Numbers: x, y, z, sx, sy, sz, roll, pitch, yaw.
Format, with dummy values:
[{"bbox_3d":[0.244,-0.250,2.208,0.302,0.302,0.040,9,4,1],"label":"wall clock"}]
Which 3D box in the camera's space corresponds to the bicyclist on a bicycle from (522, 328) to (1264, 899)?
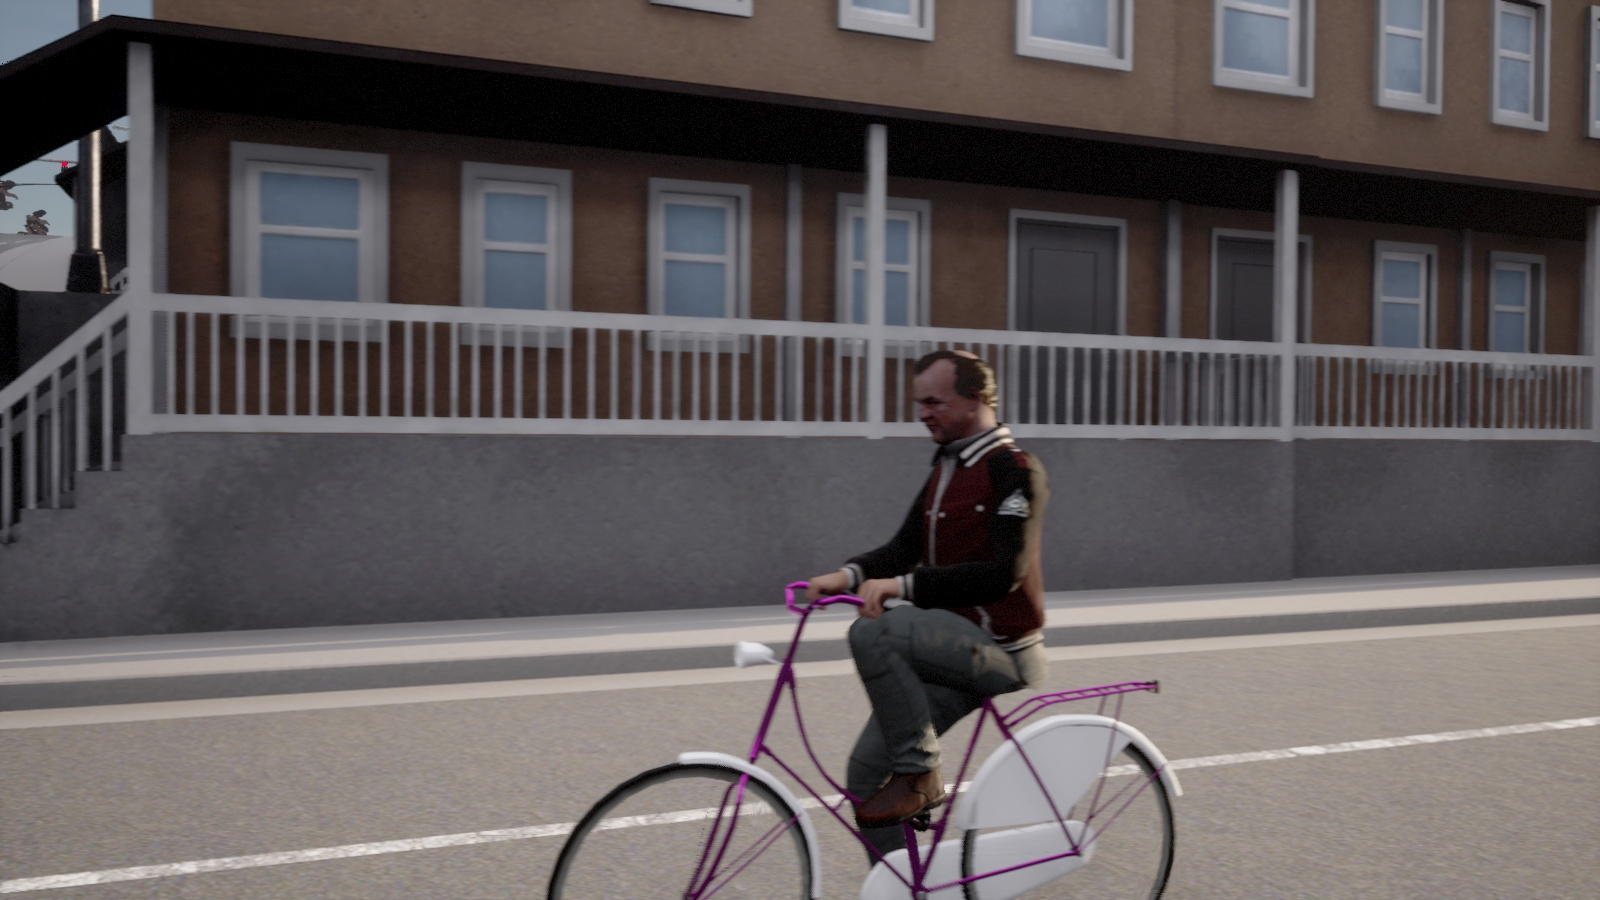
[{"bbox_3d":[0.258,0.608,3.335,1.843,1.776,0.659,-1,1,-21],"label":"bicyclist on a bicycle"}]
